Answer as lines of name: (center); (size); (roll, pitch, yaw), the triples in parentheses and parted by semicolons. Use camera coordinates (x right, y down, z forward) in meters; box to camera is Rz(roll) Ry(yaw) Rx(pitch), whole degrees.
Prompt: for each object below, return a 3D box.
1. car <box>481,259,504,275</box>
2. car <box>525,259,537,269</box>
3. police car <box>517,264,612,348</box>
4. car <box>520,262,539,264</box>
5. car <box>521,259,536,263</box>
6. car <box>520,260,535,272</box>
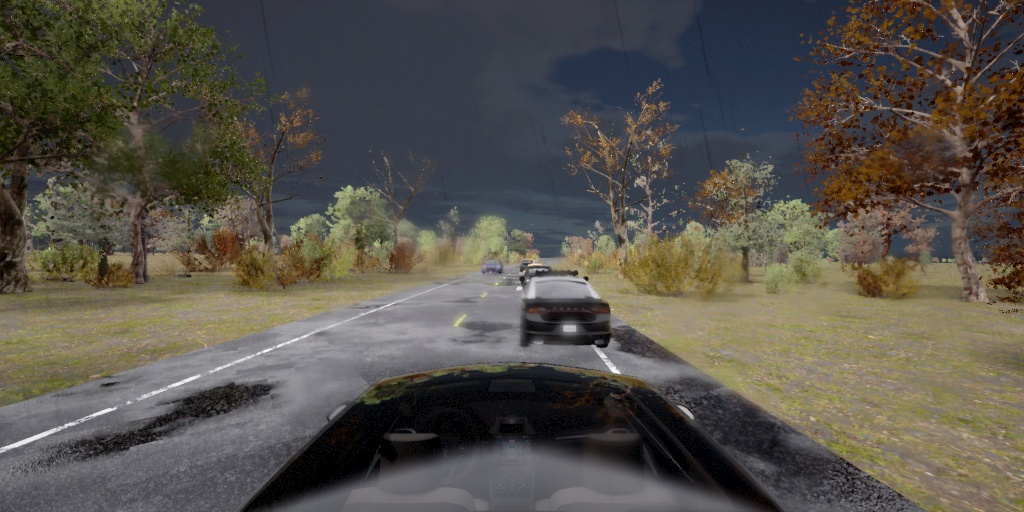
car: (-2.098, 1.149, 40.033); (2.097, 1.767, 4.553); (0, 0, 4)
car: (3.235, 1.366, 60.755); (1.882, 1.535, 5.008); (0, 0, 6)
police car: (1.152, 1.177, 9.404); (1.930, 1.638, 5.238); (0, 0, 1)
car: (1.431, 1.263, 19.246); (1.837, 1.490, 4.892); (0, 0, 2)
car: (1.686, 1.219, 25.404); (1.801, 1.575, 5.366); (0, 0, 3)
car: (2.109, 1.332, 47.897); (1.837, 1.490, 4.892); (0, 0, 6)
